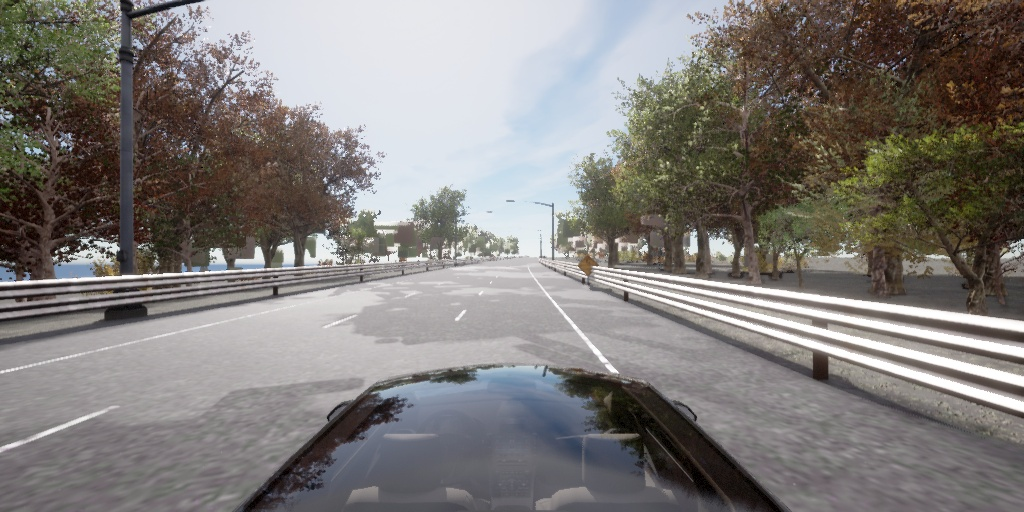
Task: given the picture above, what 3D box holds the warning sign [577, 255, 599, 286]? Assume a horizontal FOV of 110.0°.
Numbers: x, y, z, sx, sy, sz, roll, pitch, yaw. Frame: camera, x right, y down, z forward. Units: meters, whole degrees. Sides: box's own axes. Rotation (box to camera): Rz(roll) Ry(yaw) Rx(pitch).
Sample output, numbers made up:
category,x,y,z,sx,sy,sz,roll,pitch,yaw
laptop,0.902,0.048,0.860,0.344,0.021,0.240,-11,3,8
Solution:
category,x,y,z,sx,sy,sz,roll,pitch,yaw
warning sign,4.670,0.860,21.882,1.300,1.860,1.060,0,0,1
